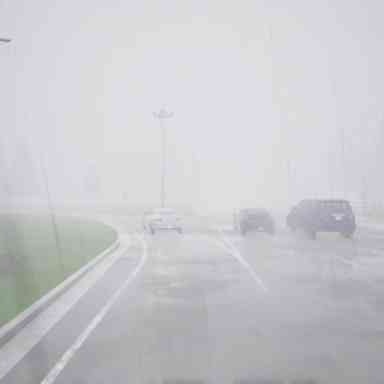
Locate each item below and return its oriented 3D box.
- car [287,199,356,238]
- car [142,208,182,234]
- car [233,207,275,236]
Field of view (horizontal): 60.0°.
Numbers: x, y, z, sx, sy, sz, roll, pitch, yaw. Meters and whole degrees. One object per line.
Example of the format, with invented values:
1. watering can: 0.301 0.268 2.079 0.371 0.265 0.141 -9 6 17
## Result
1. car: 7.105 1.397 18.827 2.150 2.045 5.566 0 -1 0
2. car: -1.895 1.718 20.623 1.812 1.442 4.674 0 -1 -16
3. car: 3.605 1.689 19.809 1.837 1.490 4.892 0 -1 0
